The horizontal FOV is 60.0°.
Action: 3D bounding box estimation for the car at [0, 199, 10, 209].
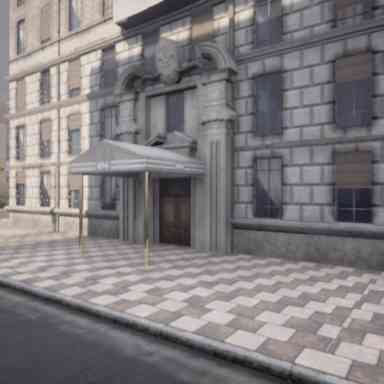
[{"bbox_3d":[-24.060,1.517,40.470,1.895,1.301,4.718,0,0,35],"label":"car"}]
